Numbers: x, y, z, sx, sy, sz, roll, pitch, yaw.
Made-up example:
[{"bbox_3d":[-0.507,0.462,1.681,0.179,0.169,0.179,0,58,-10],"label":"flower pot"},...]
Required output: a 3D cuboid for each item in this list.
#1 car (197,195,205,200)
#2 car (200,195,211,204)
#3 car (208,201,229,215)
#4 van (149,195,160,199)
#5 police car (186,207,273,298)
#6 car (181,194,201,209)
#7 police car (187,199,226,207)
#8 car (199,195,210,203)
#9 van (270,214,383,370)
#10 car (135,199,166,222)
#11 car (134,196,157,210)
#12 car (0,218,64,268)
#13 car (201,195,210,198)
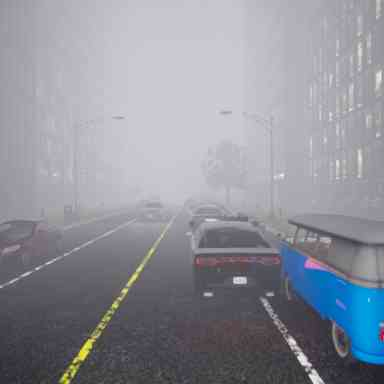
[{"bbox_3d":[2.469,1.456,90.968,1.887,1.381,4.507,0,0,0],"label":"car"},{"bbox_3d":[2.538,1.406,62.505,1.967,1.590,4.097,0,0,0],"label":"car"},{"bbox_3d":[2.607,1.578,34.043,1.802,1.307,4.206,0,0,0],"label":"car"},{"bbox_3d":[-5.814,1.324,51.104,1.690,1.788,3.998,0,0,0],"label":"van"},{"bbox_3d":[0.879,1.424,8.706,1.930,1.638,5.238,0,0,0],"label":"police car"},{"bbox_3d":[-0.104,1.468,45.178,1.882,1.535,5.008,0,0,1],"label":"car"},{"bbox_3d":[0.855,1.423,18.706,1.930,1.638,5.238,0,0,0],"label":"police car"},{"bbox_3d":[2.524,1.396,68.197,1.967,1.590,4.097,0,0,0],"label":"car"},{"bbox_3d":[2.677,1.340,5.581,1.690,1.788,3.998,0,0,0],"label":"van"},{"bbox_3d":[-3.065,1.523,26.535,1.812,1.442,4.674,0,0,0],"label":"car"},{"bbox_3d":[-5.787,1.545,39.718,2.008,1.369,4.403,0,0,0],"label":"car"},{"bbox_3d":[-5.718,1.581,11.255,1.802,1.307,4.206,0,0,0],"label":"car"},{"bbox_3d":[2.580,1.541,45.428,2.008,1.369,4.403,0,0,0],"label":"car"}]
